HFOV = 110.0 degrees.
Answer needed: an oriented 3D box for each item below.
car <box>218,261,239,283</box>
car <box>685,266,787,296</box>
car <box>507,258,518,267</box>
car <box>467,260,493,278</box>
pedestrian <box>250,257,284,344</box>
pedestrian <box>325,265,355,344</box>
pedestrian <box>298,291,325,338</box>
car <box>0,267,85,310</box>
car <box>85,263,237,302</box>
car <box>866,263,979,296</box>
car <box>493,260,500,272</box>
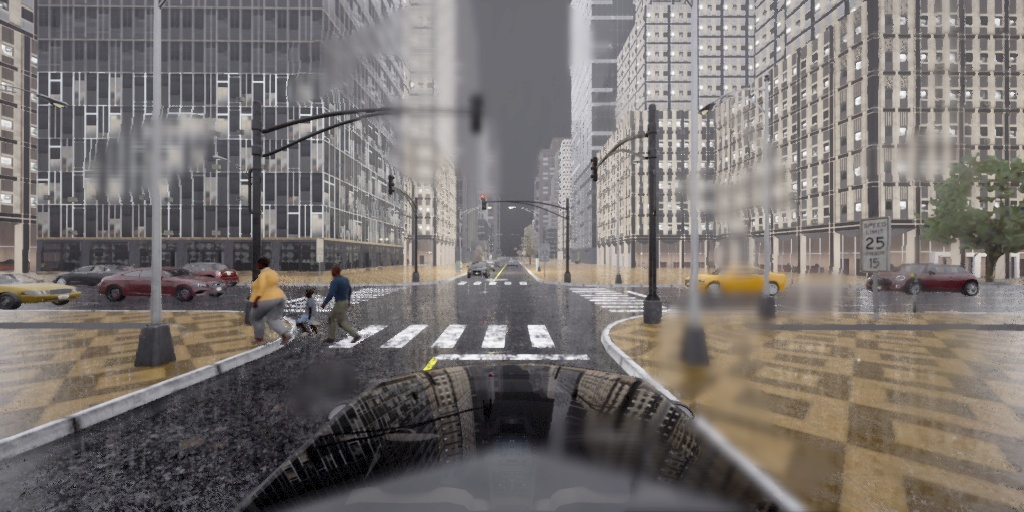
[{"bbox_3d":[-19.177,1.112,21.789,4.097,1.591,1.967,0,0,-1],"label":"car"},{"bbox_3d":[12.083,1.297,19.523,5.008,1.535,1.882,0,0,-2],"label":"car"},{"bbox_3d":[0.102,1.291,63.554,2.033,1.411,5.357,0,0,0],"label":"car"},{"bbox_3d":[-3.043,1.254,33.505,1.837,1.490,4.892,0,0,0],"label":"car"},{"bbox_3d":[-5.053,0.887,7.381,0.375,1.860,0.375,0,0,0],"label":"pedestrian"},{"bbox_3d":[-3.870,1.044,8.099,0.375,1.860,0.375,0,0,0],"label":"pedestrian"},{"bbox_3d":[-4.892,1.041,8.700,0.375,1.860,0.375,0,0,0],"label":"pedestrian"},{"bbox_3d":[-18.880,1.165,13.153,4.829,1.417,1.751,0,0,-1],"label":"car"},{"bbox_3d":[-15.383,1.197,15.930,4.674,1.442,1.812,0,0,-2],"label":"car"},{"bbox_3d":[22.356,1.217,19.680,4.553,1.767,2.097,0,0,-1],"label":"car"},{"bbox_3d":[-3.021,1.238,45.274,2.128,1.511,4.902,0,0,0],"label":"car"}]
